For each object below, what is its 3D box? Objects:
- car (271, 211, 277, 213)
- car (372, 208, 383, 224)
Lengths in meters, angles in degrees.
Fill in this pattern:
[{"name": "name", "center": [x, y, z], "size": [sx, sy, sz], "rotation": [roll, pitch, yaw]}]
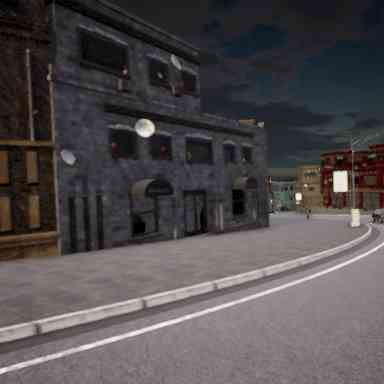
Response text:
[{"name": "car", "center": [17.998, 4.380, 73.073], "size": [2.033, 1.411, 5.357], "rotation": [-3, -3, -11]}, {"name": "car", "center": [19.040, 2.357, 32.613], "size": [1.837, 1.490, 4.892], "rotation": [-2, -3, 16]}]
